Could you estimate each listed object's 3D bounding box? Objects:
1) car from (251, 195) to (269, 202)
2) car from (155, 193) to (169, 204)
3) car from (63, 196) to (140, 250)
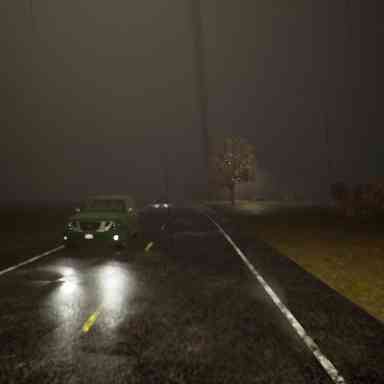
[{"bbox_3d":[15.573,1.465,76.299,4.181,1.385,1.994,0,1,-3],"label":"car"},{"bbox_3d":[-5.367,1.140,60.103,2.150,2.045,5.566,0,0,-3],"label":"car"},{"bbox_3d":[-3.620,1.191,14.415,2.150,2.045,5.566,0,0,0],"label":"car"}]
